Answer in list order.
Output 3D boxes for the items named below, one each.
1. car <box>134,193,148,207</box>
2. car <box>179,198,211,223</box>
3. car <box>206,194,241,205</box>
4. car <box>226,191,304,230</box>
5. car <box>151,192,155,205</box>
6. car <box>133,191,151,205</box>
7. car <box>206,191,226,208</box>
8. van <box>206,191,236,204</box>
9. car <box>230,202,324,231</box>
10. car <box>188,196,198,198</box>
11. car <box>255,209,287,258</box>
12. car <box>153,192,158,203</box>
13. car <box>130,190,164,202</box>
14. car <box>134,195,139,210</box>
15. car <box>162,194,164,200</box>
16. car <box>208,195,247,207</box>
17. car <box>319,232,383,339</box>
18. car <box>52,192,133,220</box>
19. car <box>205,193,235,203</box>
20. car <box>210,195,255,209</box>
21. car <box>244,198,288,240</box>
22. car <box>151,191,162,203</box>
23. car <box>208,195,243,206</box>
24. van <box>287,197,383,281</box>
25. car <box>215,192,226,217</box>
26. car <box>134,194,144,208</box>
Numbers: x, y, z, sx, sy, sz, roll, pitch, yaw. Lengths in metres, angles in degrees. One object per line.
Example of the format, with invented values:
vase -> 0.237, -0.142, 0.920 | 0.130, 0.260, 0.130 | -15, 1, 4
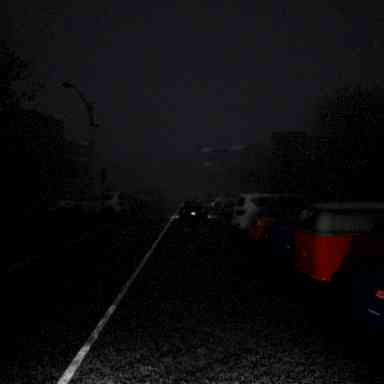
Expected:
car -> -7.722, 1.211, 37.255 | 4.792, 1.488, 2.163 | 0, 0, 0
car -> 0.092, 1.374, 23.683 | 1.994, 1.385, 4.181 | 0, 0, 0
car -> 4.639, 1.083, 49.596 | 4.892, 1.521, 2.231 | 0, 1, 0
car -> 4.672, 1.099, 16.075 | 5.566, 2.045, 2.435 | 0, 0, 0
car -> -7.701, 1.136, 43.005 | 4.892, 1.521, 2.231 | 0, 0, 0
car -> -7.725, 1.032, 40.192 | 4.553, 1.767, 2.185 | 0, 0, 0
car -> 4.609, 0.943, 35.628 | 5.566, 2.045, 2.435 | 0, 0, 0
van -> 4.515, 0.828, 52.387 | 4.442, 1.987, 1.878 | 0, 1, 0
car -> 4.673, 1.357, 18.869 | 4.792, 1.488, 2.163 | 0, 0, 0
car -> 0.086, 1.224, 42.354 | 1.994, 1.385, 4.181 | 0, 0, 0
car -> 4.675, 1.424, 10.491 | 4.792, 1.488, 2.163 | 0, 0, 0
car -> -7.881, 1.108, 46.068 | 5.366, 1.575, 1.946 | 0, 0, 0
car -> -7.672, 0.691, 57.718 | 5.566, 2.045, 2.435 | 0, 1, 0
car -> -7.688, 1.269, 31.253 | 4.674, 1.452, 2.002 | 0, 0, 0
car -> -7.704, 1.014, 54.779 | 5.008, 1.535, 2.097 | 0, 1, 0
car -> 4.628, 1.127, 44.136 | 4.892, 1.521, 2.231 | 0, 0, 0
car -> 4.646, 1.480, 4.902 | 4.674, 1.452, 2.002 | 0, 0, 0
car -> -7.717, 1.024, 25.500 | 5.566, 2.045, 2.435 | 0, 0, 0
car -> 4.624, 1.005, 55.198 | 4.892, 1.521, 2.231 | 0, 2, 0
car -> 4.631, 1.171, 38.425 | 5.008, 1.535, 2.097 | 0, 0, 0
car -> 4.614, 1.247, 13.281 | 4.553, 1.767, 2.185 | 0, 0, 0
car -> -7.512, 1.084, 49.008 | 5.366, 1.575, 1.946 | 0, 0, 0
car -> 4.636, 1.144, 46.806 | 4.674, 1.452, 2.002 | 0, 0, 0
van -> 4.764, 1.191, 7.693 | 4.442, 1.987, 1.878 | 0, 0, 0
car -> 4.671, 1.112, 30.167 | 4.553, 1.767, 2.185 | 0, 0, 0
car -> -7.689, 1.245, 34.316 | 4.674, 1.452, 2.002 | 0, 0, 0
